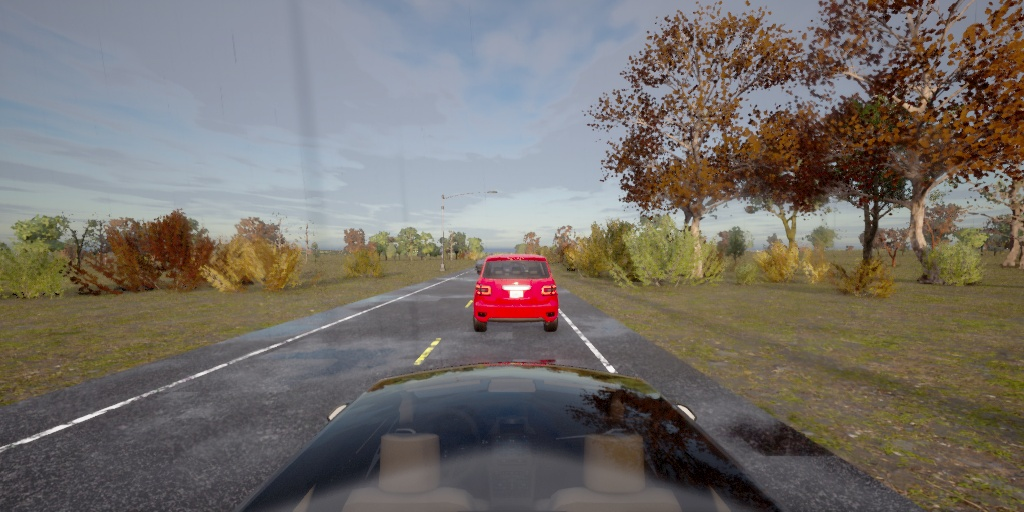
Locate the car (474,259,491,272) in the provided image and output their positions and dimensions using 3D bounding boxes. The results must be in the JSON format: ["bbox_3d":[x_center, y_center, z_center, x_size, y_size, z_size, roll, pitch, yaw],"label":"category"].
[{"bbox_3d":[-3.846,1.213,47.202,1.882,1.535,5.008,0,0,-1],"label":"car"}]

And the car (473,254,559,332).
[{"bbox_3d":[0.078,0.968,10.969,2.150,2.045,5.566,0,0,-1],"label":"car"}]

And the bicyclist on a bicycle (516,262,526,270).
[{"bbox_3d":[0.859,1.110,30.148,0.659,1.776,1.843,0,0,0],"label":"bicyclist on a bicycle"}]
